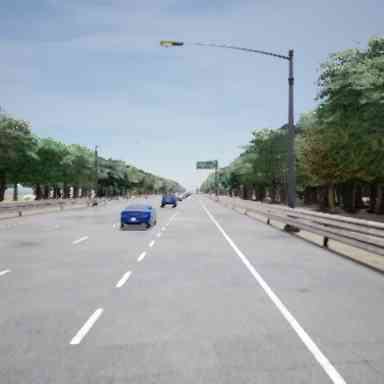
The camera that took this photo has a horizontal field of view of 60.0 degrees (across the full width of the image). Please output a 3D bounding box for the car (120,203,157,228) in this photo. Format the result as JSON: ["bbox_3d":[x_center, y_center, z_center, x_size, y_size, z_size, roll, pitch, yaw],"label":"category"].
[{"bbox_3d":[-3.489,1.493,22.309,1.882,1.535,5.008,0,0,0],"label":"car"}]

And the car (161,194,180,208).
[{"bbox_3d":[-3.400,1.265,50.255,2.150,2.045,5.566,0,0,0],"label":"car"}]

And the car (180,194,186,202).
[{"bbox_3d":[-3.198,1.658,81.411,1.895,1.301,4.718,0,0,0],"label":"car"}]
